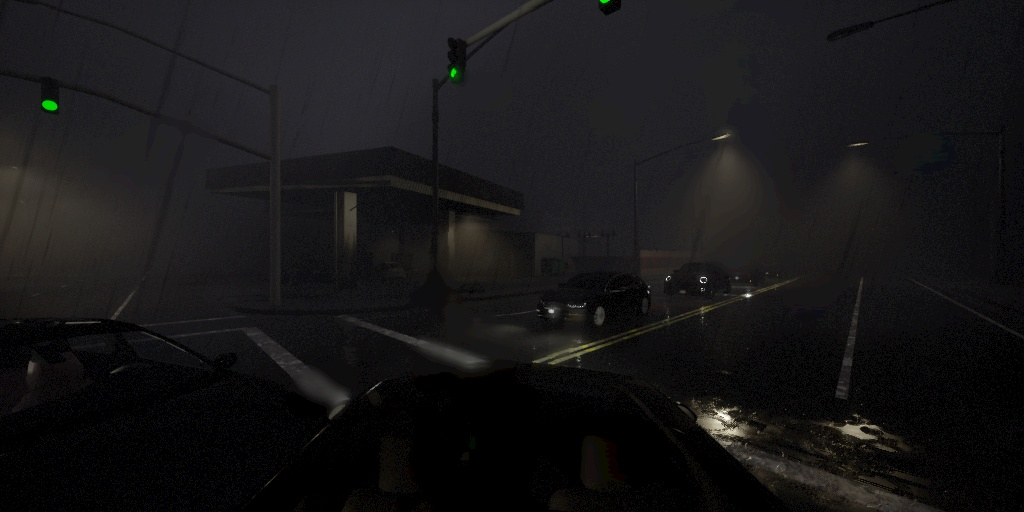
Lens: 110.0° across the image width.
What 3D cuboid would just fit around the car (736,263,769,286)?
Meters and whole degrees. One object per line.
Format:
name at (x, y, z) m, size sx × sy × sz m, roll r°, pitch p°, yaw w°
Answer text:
car at (16.446, 1.314, 25.365) m, size 1.994 × 1.385 × 4.181 m, roll 0°, pitch 0°, yaw 44°

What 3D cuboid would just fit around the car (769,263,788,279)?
car at (23.524, 1.314, 32.475) m, size 4.181 × 1.385 × 1.994 m, roll 0°, pitch 0°, yaw -45°

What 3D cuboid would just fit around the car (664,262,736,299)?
car at (9.575, 1.102, 18.400) m, size 2.097 × 1.767 × 4.553 m, roll 0°, pitch 0°, yaw 45°

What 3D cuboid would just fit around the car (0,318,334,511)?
car at (-3.440, 1.242, 2.432) m, size 4.902 × 1.511 × 2.128 m, roll 0°, pitch 0°, yaw 14°

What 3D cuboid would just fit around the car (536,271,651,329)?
car at (2.790, 1.255, 11.500) m, size 1.837 × 1.490 × 4.892 m, roll 0°, pitch 0°, yaw 44°
